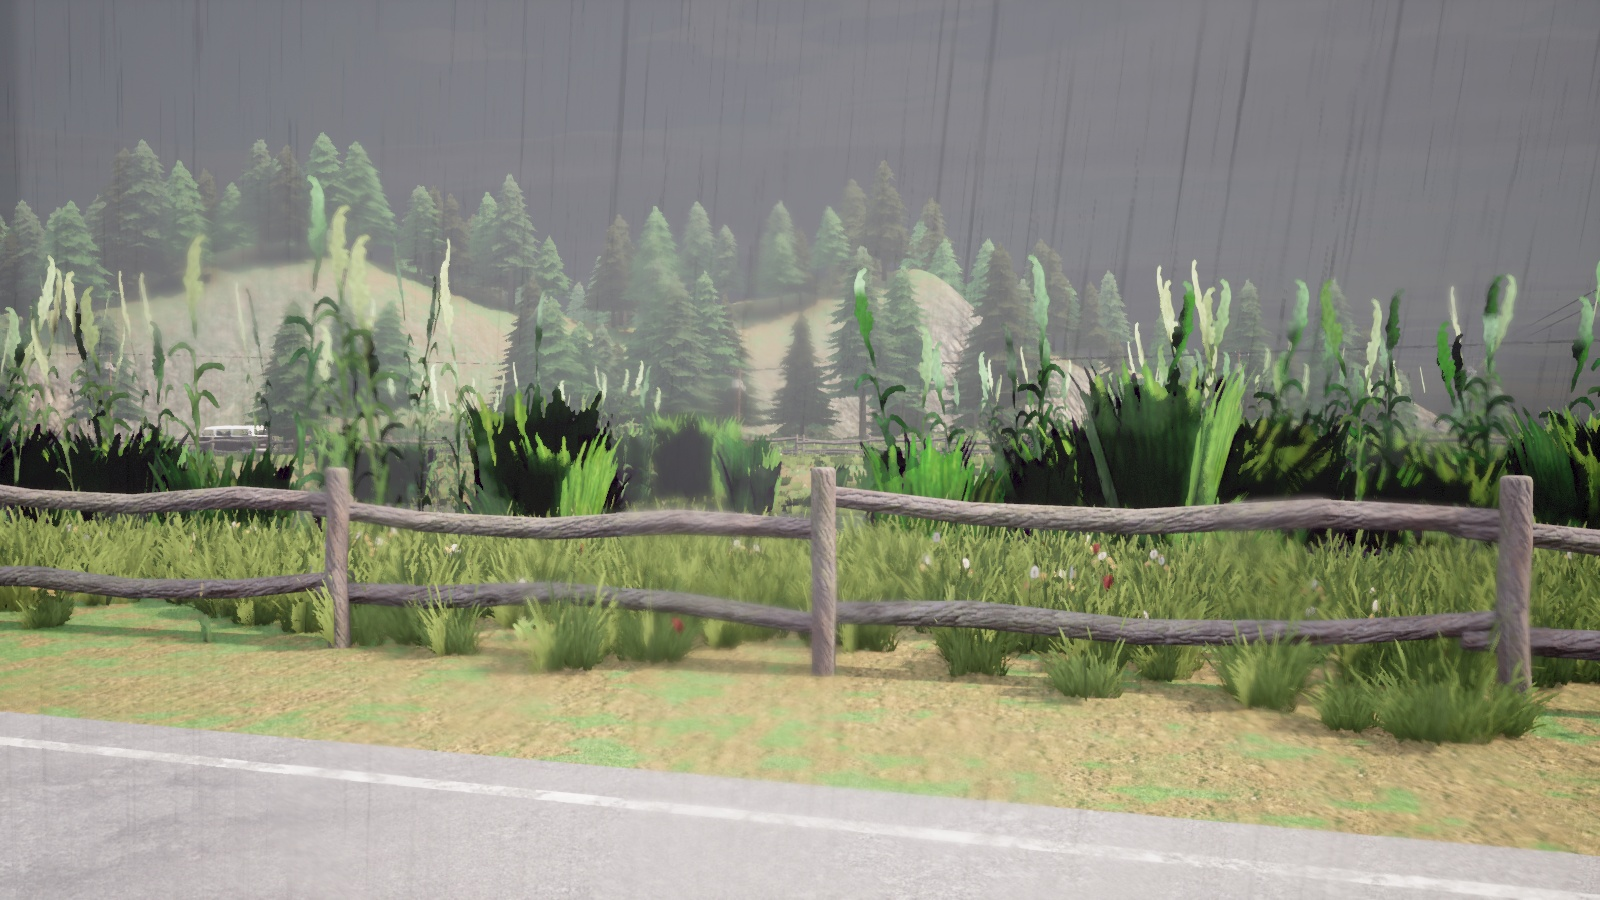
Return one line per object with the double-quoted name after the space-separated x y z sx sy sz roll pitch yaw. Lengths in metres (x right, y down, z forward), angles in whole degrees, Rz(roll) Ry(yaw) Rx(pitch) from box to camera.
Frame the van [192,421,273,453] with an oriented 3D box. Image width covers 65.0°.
-37.031 -0.867 82.005 4.480 2.038 2.069 0 1 12 "van"
